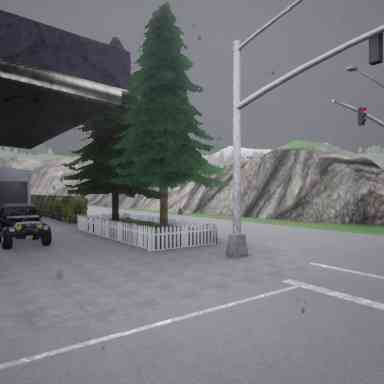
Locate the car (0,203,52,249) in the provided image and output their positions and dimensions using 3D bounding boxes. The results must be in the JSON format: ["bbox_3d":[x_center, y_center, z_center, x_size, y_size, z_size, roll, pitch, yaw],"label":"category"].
[{"bbox_3d":[-8.072,1.508,15.785,1.905,1.878,3.866,0,0,-37],"label":"car"}]
